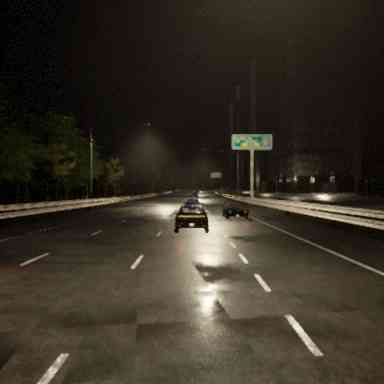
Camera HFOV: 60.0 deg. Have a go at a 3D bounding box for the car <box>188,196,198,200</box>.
[{"bbox_3d":[0.046,1.538,39.522,1.994,1.385,4.181,0,0,0],"label":"car"}]

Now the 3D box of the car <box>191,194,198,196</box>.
[{"bbox_3d":[0.164,1.522,57.219,1.895,1.301,4.718,0,0,0],"label":"car"}]

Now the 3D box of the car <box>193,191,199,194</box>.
[{"bbox_3d":[0.612,1.183,93.209,1.812,1.442,4.674,0,1,1],"label":"car"}]

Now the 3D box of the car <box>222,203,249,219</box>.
[{"bbox_3d":[3.607,1.594,28.590,1.895,1.301,4.718,0,0,0],"label":"car"}]

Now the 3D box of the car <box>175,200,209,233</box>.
[{"bbox_3d":[-0.010,1.493,19.863,2.128,1.511,4.902,0,0,0],"label":"car"}]
